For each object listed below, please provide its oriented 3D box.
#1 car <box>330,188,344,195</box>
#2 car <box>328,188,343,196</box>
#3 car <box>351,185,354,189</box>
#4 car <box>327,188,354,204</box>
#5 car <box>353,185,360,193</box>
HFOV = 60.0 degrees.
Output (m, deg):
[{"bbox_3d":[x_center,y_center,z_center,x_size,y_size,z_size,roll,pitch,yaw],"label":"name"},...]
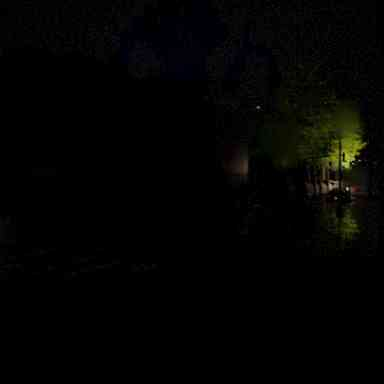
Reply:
[{"bbox_3d":[28.899,-0.136,66.268,1.752,1.417,4.829,2,2,33],"label":"car"},{"bbox_3d":[27.848,-0.070,64.598,2.008,1.369,4.403,2,2,33],"label":"car"},{"bbox_3d":[34.698,-0.310,75.153,1.947,1.339,4.313,2,2,33],"label":"car"},{"bbox_3d":[16.478,0.607,37.230,1.994,1.385,4.181,1,2,34],"label":"car"},{"bbox_3d":[40.611,-0.504,84.309,1.802,1.307,4.206,2,2,33],"label":"car"}]
